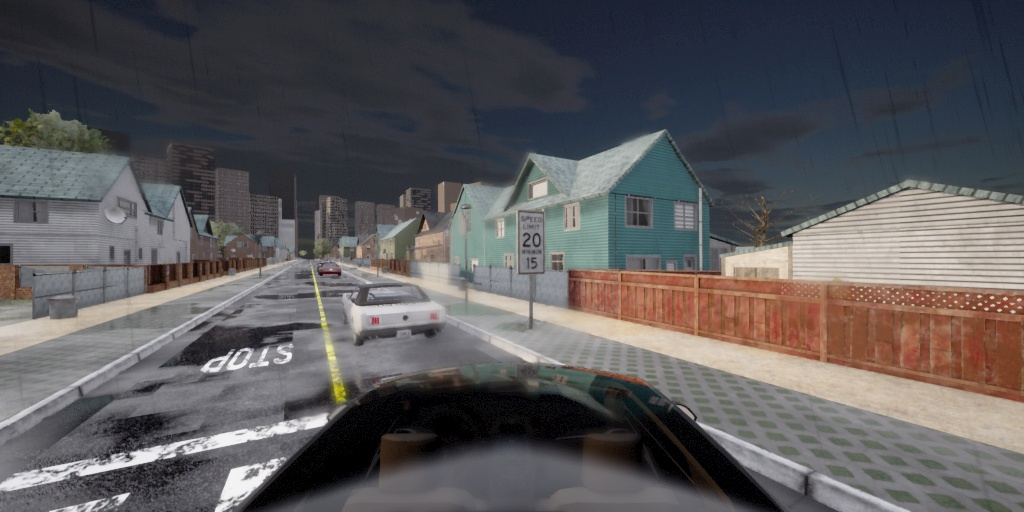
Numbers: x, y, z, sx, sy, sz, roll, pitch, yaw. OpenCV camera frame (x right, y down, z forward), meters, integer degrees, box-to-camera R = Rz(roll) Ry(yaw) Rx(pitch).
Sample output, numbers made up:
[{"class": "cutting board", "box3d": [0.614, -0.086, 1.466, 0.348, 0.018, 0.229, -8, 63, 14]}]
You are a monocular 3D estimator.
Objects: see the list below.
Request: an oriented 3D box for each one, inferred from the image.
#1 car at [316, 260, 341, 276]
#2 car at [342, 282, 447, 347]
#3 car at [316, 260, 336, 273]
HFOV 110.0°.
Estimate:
[{"class": "car", "box3d": [-18.884, 1.324, 37.117, 1.994, 1.385, 4.181, 0, 0, -30]}, {"class": "car", "box3d": [-3.370, 1.353, 9.547, 1.895, 1.301, 4.718, 0, 0, -29]}, {"class": "car", "box3d": [-23.752, 1.255, 45.619, 2.128, 1.511, 4.902, 0, 0, -29]}]
